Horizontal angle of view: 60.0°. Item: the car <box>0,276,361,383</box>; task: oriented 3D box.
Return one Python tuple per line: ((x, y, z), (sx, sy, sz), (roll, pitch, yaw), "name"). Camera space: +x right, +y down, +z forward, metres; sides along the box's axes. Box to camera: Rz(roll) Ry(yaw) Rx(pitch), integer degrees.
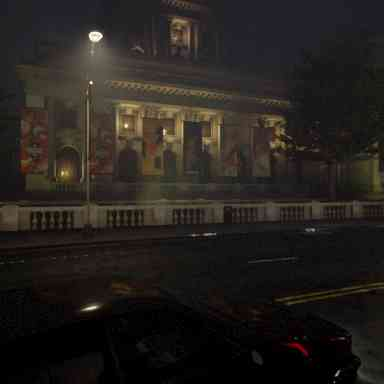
((-0.821, 1.547, 2.923), (5.357, 1.411, 2.033), (0, 0, -33), "car")
